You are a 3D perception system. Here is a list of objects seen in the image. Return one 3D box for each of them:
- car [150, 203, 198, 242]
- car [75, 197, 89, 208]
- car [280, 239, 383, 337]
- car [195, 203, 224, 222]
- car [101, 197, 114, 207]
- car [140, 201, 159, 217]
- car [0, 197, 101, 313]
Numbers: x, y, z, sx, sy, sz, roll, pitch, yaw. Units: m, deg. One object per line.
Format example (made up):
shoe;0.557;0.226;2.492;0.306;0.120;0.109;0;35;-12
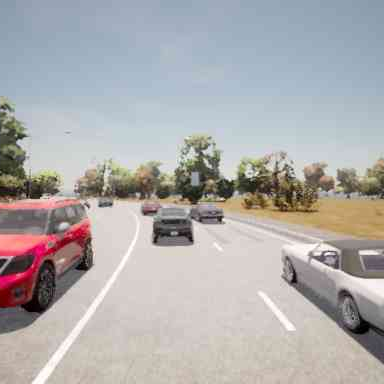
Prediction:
car;-1.033;1.508;16.553;1.837;1.490;4.892;0;0;-7
car;-16.526;1.525;49.866;1.837;1.490;4.892;0;0;-20
car;3.330;1.593;6.683;1.895;1.301;4.718;0;0;-3
car;1.081;1.548;26.366;2.033;1.411;5.357;0;0;-10
car;-13.124;1.496;50.787;1.882;1.535;5.008;0;0;-20
car;-4.166;1.573;34.006;1.994;1.385;4.181;0;0;-13
car;-3.933;1.230;7.973;2.150;2.045;5.566;0;0;-4
